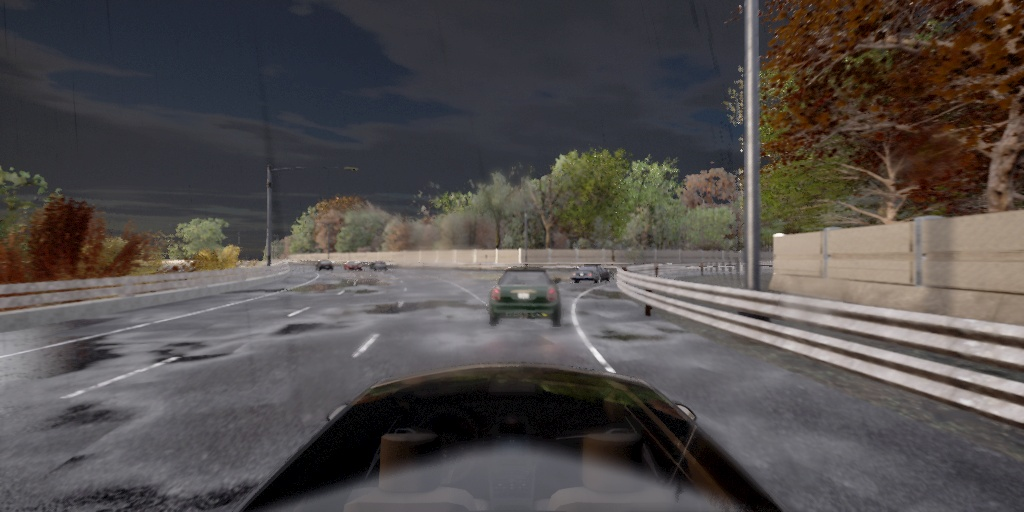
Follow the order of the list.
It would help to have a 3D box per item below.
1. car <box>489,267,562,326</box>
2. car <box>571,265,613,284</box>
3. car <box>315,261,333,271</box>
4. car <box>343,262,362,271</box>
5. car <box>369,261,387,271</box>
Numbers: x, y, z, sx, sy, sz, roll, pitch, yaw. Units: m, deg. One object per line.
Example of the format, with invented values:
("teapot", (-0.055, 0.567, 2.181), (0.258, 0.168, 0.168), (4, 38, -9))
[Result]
("car", (0.580, 1.145, 12.103), (2.097, 1.767, 4.553), (0, 0, 7))
("car", (6.386, 1.408, 28.236), (2.033, 1.411, 5.357), (0, 0, 32))
("car", (-27.829, 1.447, 53.082), (1.882, 1.535, 5.008), (0, -1, -37))
("car", (-23.922, 1.572, 53.685), (1.895, 1.301, 4.718), (0, 0, -35))
("car", (-20.609, 1.467, 54.984), (2.128, 1.511, 4.902), (0, 0, -34))
